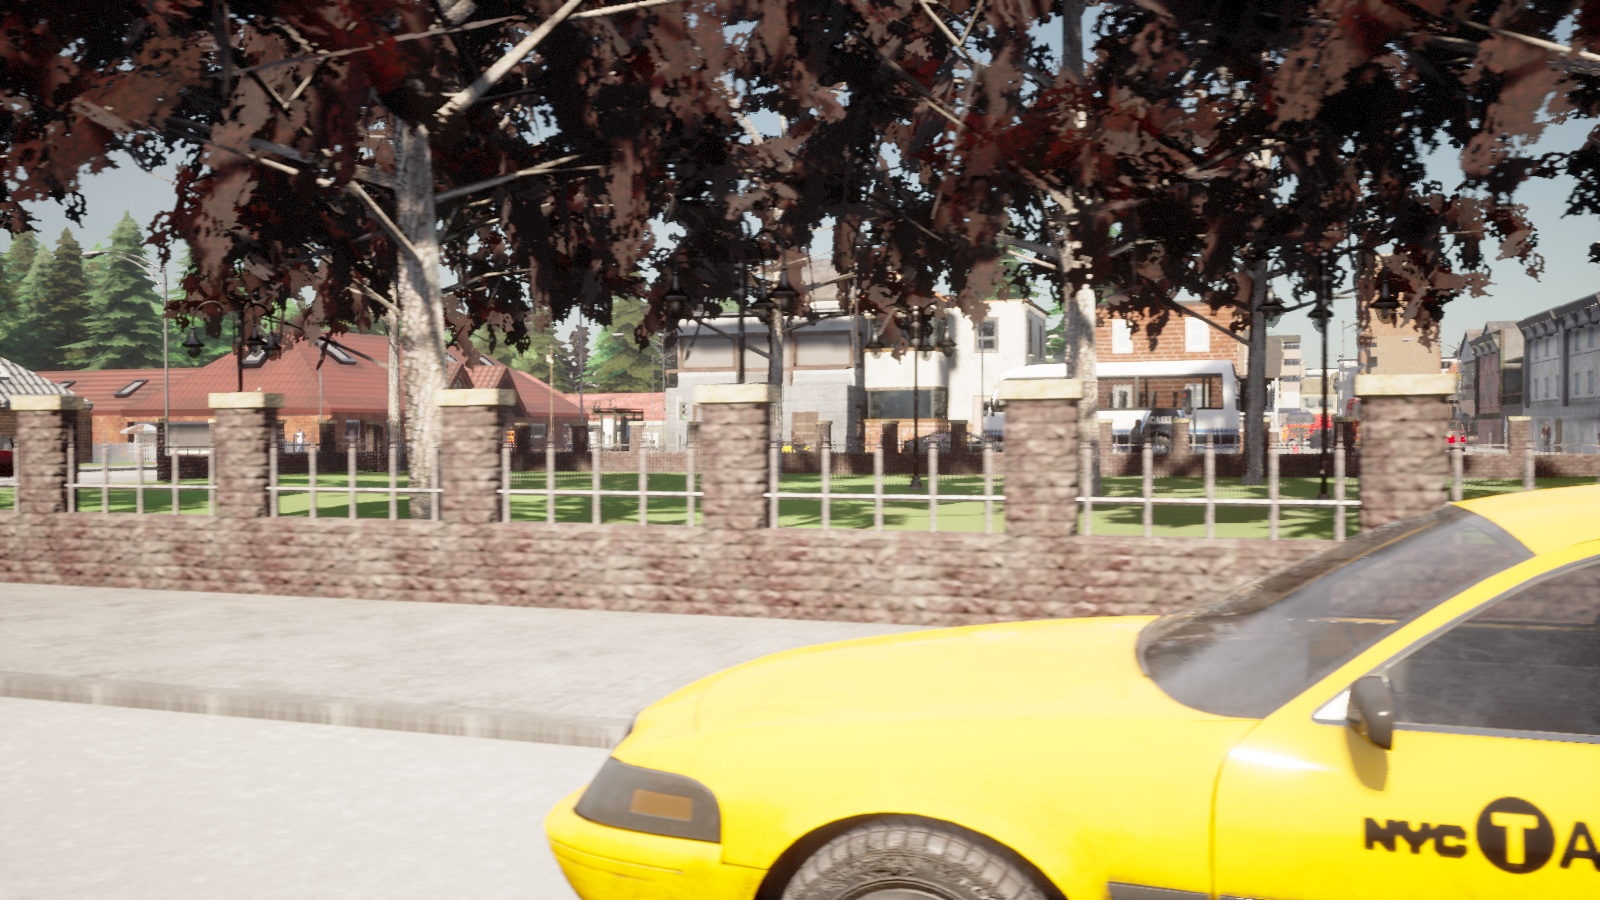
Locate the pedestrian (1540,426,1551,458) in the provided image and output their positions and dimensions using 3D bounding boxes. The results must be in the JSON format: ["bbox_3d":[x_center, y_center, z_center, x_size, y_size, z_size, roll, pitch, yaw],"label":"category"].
[{"bbox_3d":[43.485,-0.472,73.222,0.376,1.854,0.720,0,1,16],"label":"pedestrian"}]

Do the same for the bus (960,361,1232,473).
[{"bbox_3d":[12.074,-1.327,51.302,10.273,4.253,3.944,1,1,23],"label":"bus"}]

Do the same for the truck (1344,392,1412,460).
[{"bbox_3d":[34.691,-1.418,75.608,2.891,3.827,8.468,1,1,19],"label":"truck"}]

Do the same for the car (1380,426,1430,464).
[{"bbox_3d":[30.903,-0.289,64.260,1.905,1.878,3.866,1,1,20],"label":"car"}]

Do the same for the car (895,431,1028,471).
[{"bbox_3d":[6.344,0.017,49.287,4.902,1.511,2.128,0,1,16],"label":"car"}]

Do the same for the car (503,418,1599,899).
[{"bbox_3d":[2.117,0.726,3.006,5.366,1.575,1.801,1,1,19],"label":"car"}]

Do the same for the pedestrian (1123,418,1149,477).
[{"bbox_3d":[11.253,-0.095,42.067,0.788,1.949,0.423,1,1,20],"label":"pedestrian"}]

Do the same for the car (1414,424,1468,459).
[{"bbox_3d":[39.650,-0.547,77.805,2.150,2.045,5.566,1,1,19],"label":"car"}]

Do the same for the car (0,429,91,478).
[{"bbox_3d":[-25.203,0.095,39.603,2.163,1.488,4.792,0,1,17],"label":"car"}]
